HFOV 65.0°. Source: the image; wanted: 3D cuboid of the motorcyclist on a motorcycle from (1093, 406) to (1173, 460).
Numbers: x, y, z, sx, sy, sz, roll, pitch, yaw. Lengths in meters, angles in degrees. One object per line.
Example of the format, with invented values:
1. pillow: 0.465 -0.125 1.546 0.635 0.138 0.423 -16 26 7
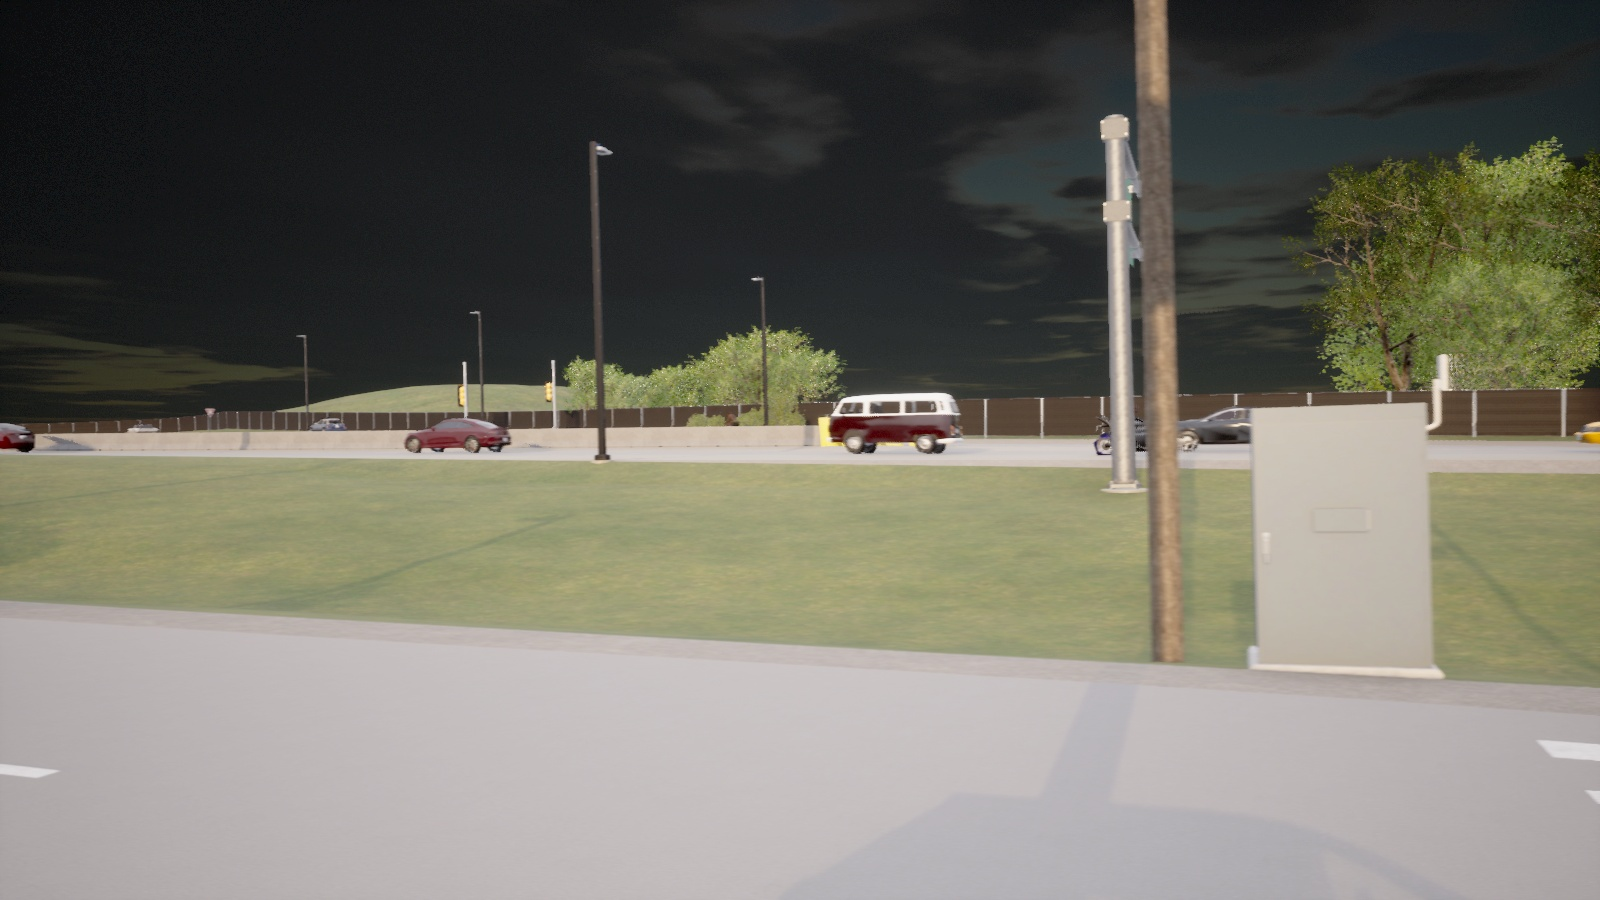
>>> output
1. motorcyclist on a motorcycle: 9.711 -0.489 36.647 2.191 1.530 0.866 0 1 19

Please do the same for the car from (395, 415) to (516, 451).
1. car: -14.387 -0.722 52.508 4.674 1.442 1.812 0 1 19

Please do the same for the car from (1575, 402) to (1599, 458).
1. car: 24.891 -0.560 34.990 5.366 1.575 1.801 0 1 20

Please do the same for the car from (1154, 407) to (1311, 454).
1. car: 14.547 -0.650 42.368 4.902 1.511 2.128 0 1 19

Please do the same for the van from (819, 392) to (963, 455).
1. van: 3.115 -0.884 42.663 4.480 2.038 2.069 0 1 19

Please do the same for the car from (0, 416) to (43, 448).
1. car: -39.757 -0.890 61.396 4.792 1.488 2.163 0 1 19
